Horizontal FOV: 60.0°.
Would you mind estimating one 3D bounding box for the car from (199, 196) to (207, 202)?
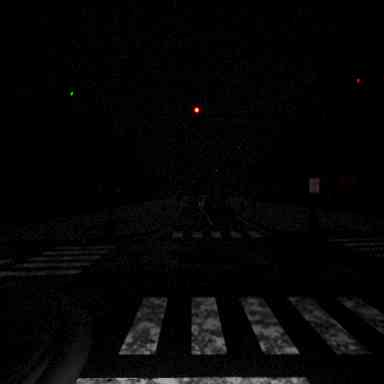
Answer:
[{"bbox_3d":[2.666,1.713,84.007,1.802,1.307,4.206,-1,0,0],"label":"car"}]

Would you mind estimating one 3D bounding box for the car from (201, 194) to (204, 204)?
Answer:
[{"bbox_3d":[2.646,1.331,40.788,2.192,1.841,5.009,-1,0,0],"label":"car"}]

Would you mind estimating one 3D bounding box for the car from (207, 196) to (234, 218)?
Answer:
[{"bbox_3d":[2.643,1.441,29.983,1.967,1.590,4.097,-1,0,0],"label":"car"}]

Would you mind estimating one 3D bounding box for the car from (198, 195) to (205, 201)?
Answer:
[{"bbox_3d":[2.669,1.613,94.812,1.967,1.590,4.097,-1,0,0],"label":"car"}]

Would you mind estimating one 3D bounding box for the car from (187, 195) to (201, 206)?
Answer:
[{"bbox_3d":[0.086,1.611,56.219,1.994,1.385,4.181,0,0,0],"label":"car"}]

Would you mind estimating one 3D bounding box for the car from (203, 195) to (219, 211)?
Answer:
[{"bbox_3d":[2.644,1.323,35.385,2.192,1.841,5.009,-1,0,0],"label":"car"}]

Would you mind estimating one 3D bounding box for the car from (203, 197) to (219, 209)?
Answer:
[{"bbox_3d":[2.649,1.466,46.190,1.967,1.590,4.097,-1,0,0],"label":"car"}]
